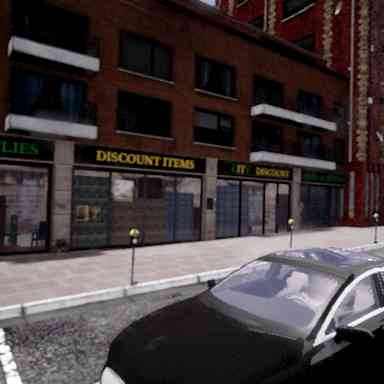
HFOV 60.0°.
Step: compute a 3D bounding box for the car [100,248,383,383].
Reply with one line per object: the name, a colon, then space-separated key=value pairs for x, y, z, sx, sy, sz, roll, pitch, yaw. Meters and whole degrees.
car: x=1.390 y=1.511 z=3.942 sx=4.902 sy=1.511 sz=2.128 roll=0 pitch=0 yaw=-36
